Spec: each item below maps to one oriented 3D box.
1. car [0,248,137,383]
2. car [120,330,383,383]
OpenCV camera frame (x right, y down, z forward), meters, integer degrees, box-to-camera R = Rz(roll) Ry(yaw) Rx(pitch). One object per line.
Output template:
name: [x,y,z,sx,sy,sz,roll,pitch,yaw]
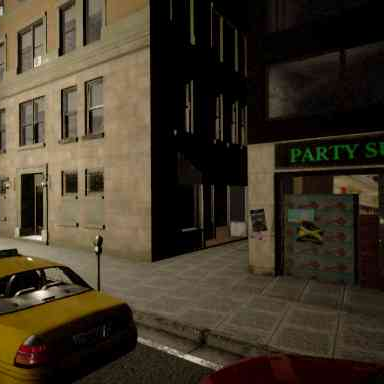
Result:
car: [-2.955,1.526,4.970,4.829,1.417,1.752,0,-1,36]
car: [1.799,1.582,1.571,4.206,1.307,1.802,0,-1,36]
